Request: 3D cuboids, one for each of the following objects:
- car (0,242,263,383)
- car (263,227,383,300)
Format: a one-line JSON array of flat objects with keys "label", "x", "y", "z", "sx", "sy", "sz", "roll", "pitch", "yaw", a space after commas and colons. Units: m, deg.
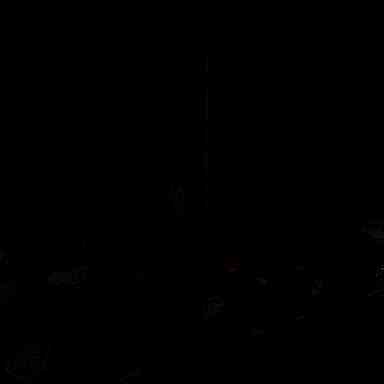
[{"label": "car", "x": -1.175, "y": 1.559, "z": 5.349, "sx": 4.507, "sy": 1.381, "sz": 1.887, "roll": 0, "pitch": 0, "yaw": -35}, {"label": "car", "x": 3.311, "y": 1.618, "z": 8.548, "sx": 4.313, "sy": 1.339, "sz": 1.947, "roll": 0, "pitch": 0, "yaw": -35}]
